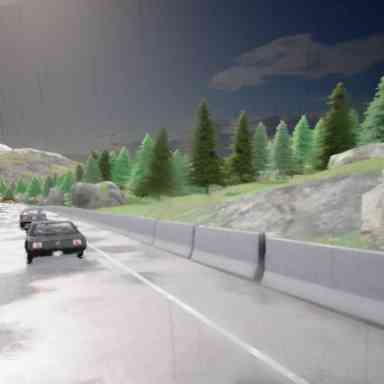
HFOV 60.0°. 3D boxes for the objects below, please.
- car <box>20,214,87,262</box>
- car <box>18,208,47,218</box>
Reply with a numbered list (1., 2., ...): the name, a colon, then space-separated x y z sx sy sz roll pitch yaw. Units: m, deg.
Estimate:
1. car: -5.407 1.744 12.802 1.895 1.301 4.718 0 -1 -28
2. car: -12.136 1.931 25.400 2.033 1.411 5.357 0 -1 -28
